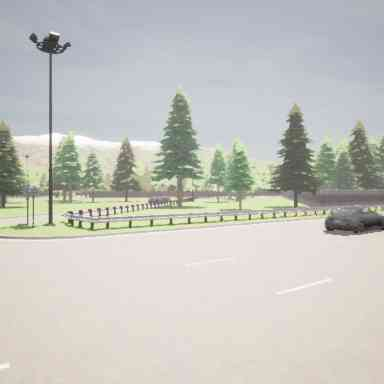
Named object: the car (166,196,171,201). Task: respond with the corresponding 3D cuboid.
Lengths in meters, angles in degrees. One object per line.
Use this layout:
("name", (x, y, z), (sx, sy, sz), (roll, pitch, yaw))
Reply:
("car", (-5.586, 1.525, 69.766), (1.812, 1.442, 4.674), (0, 0, 5))

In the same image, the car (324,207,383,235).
("car", (9.456, 1.563, 19.052), (4.181, 1.385, 1.994), (0, 0, -35))

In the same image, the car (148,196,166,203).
("car", (-6.563, 1.491, 59.644), (2.128, 1.511, 4.902), (0, 0, 6))
